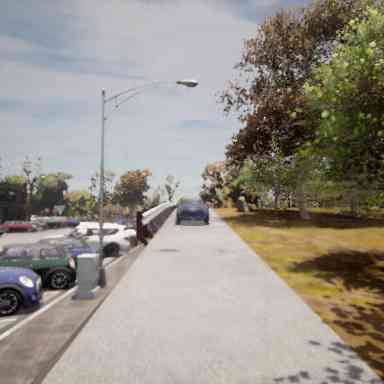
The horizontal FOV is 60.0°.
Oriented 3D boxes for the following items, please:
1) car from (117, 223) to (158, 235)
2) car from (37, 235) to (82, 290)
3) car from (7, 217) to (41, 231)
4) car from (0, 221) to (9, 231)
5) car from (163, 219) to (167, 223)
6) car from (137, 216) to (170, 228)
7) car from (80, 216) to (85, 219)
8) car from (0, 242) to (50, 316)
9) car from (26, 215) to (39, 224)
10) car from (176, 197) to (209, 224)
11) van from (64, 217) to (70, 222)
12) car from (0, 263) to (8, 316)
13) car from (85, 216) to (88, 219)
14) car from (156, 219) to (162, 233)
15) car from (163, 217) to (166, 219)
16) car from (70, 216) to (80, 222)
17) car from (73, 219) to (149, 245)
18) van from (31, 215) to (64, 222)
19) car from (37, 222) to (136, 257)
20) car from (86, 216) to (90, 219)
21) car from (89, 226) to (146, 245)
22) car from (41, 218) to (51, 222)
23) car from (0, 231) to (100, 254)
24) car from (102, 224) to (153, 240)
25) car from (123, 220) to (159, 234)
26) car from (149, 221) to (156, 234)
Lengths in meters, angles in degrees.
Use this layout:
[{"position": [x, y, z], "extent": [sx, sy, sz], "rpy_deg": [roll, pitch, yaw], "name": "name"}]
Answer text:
[{"position": [-7.035, 4.742, 42.915], "extent": [4.792, 1.488, 2.163], "rpy_deg": [2, -3, -20], "name": "car"}, {"position": [-6.778, 2.772, 12.774], "extent": [4.553, 1.767, 2.185], "rpy_deg": [2, -3, -20], "name": "car"}, {"position": [-24.003, 4.808, 46.385], "extent": [4.553, 1.767, 2.185], "rpy_deg": [0, -4, -20], "name": "car"}, {"position": [-23.892, 4.430, 37.541], "extent": [4.792, 1.488, 2.163], "rpy_deg": [1, -4, -20], "name": "car"}, {"position": [-7.054, 5.259, 51.974], "extent": [4.892, 1.521, 2.231], "rpy_deg": [2, -3, -20], "name": "car"}, {"position": [-7.137, 5.548, 61.022], "extent": [5.566, 2.045, 2.435], "rpy_deg": [2, -3, -20], "name": "car"}, {"position": [-24.065, 5.747, 64.139], "extent": [5.566, 2.045, 2.435], "rpy_deg": [0, -4, -20], "name": "car"}, {"position": [-6.819, 2.588, 9.742], "extent": [4.553, 1.767, 2.185], "rpy_deg": [2, -4, -20], "name": "car"}, {"position": [-39.891, 6.906, 83.256], "extent": [2.435, 2.045, 5.566], "rpy_deg": [1, -3, -19], "name": "car"}, {"position": [0.046, 1.140, 22.872], "extent": [2.097, 1.767, 4.553], "rpy_deg": [0, 1, 0], "name": "car"}, {"position": [-24.159, 5.417, 58.170], "extent": [4.442, 1.987, 1.878], "rpy_deg": [0, -3, -20], "name": "van"}, {"position": [-6.765, 2.534, 6.725], "extent": [4.892, 1.521, 2.231], "rpy_deg": [2, -3, -20], "name": "car"}, {"position": [-24.088, 6.205, 67.083], "extent": [4.792, 1.488, 2.163], "rpy_deg": [0, -4, -21], "name": "car"}, {"position": [-6.955, 4.282, 39.936], "extent": [5.566, 2.045, 2.435], "rpy_deg": [2, -4, -20], "name": "car"}, {"position": [-7.066, 5.495, 58.022], "extent": [4.553, 1.767, 2.185], "rpy_deg": [2, -3, -20], "name": "car"}, {"position": [-24.047, 5.570, 61.185], "extent": [5.566, 2.045, 2.435], "rpy_deg": [0, -4, -20], "name": "car"}, {"position": [-6.875, 3.555, 27.867], "extent": [5.566, 2.045, 2.435], "rpy_deg": [2, -4, -20], "name": "car"}, {"position": [-24.141, 5.240, 55.217], "extent": [4.442, 1.987, 1.878], "rpy_deg": [0, -3, -20], "name": "van"}, {"position": [-6.891, 3.189, 21.811], "extent": [5.566, 2.045, 2.435], "rpy_deg": [2, -3, -20], "name": "car"}, {"position": [-24.148, 6.099, 70.012], "extent": [5.566, 2.045, 2.435], "rpy_deg": [0, -3, -20], "name": "car"}, {"position": [-6.940, 3.988, 30.868], "extent": [4.892, 1.521, 2.231], "rpy_deg": [2, -4, -20], "name": "car"}, {"position": [-23.991, 5.113, 49.347], "extent": [4.892, 1.521, 2.231], "rpy_deg": [1, -3, -21], "name": "car"}, {"position": [-6.803, 2.954, 15.796], "extent": [4.553, 1.767, 2.185], "rpy_deg": [2, -3, -20], "name": "car"}, {"position": [-7.139, 4.341, 36.826], "extent": [5.366, 1.575, 1.946], "rpy_deg": [2, -3, -20], "name": "car"}, {"position": [-7.051, 4.769, 45.943], "extent": [4.553, 1.767, 2.185], "rpy_deg": [2, -4, -20], "name": "car"}, {"position": [-6.975, 3.917, 33.884], "extent": [5.566, 2.045, 2.435], "rpy_deg": [2, -3, -20], "name": "car"}]
